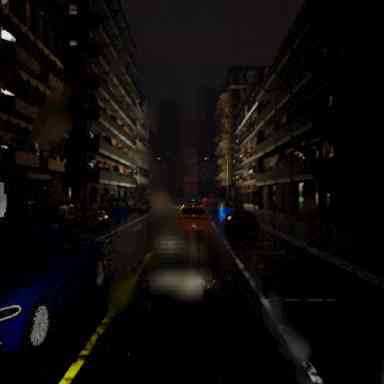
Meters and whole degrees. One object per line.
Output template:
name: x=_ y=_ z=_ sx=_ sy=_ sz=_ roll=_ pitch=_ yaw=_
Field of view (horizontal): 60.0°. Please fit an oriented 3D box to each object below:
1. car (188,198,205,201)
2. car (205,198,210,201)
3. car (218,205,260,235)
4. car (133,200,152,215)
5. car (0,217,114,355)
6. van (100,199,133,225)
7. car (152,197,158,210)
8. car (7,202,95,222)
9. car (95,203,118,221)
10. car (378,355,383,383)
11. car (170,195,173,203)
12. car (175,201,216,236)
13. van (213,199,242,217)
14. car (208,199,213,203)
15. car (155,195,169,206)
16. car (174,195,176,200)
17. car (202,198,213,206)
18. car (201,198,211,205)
car: x=0.103 y=1.645 z=39.657 sx=2.033 sy=1.411 sz=5.357 roll=0 pitch=0 yaw=0
car: x=2.697 y=1.705 z=47.012 sx=1.802 sy=1.307 sz=4.206 roll=0 pitch=0 yaw=0
car: x=2.696 y=1.618 z=18.563 sx=1.802 sy=1.307 sz=4.206 roll=0 pitch=0 yaw=0
car: x=-5.683 y=1.610 z=35.464 sx=1.752 sy=1.417 sz=4.829 roll=0 pitch=0 yaw=0
car: x=-3.100 y=1.489 z=6.389 sx=1.882 sy=1.535 sz=5.008 roll=0 pitch=0 yaw=0
van: x=-5.682 y=1.392 z=24.253 sx=1.690 sy=1.788 sz=3.998 roll=0 pitch=0 yaw=0
car: x=-5.684 y=1.686 z=41.325 sx=1.802 sy=1.307 sz=4.206 roll=0 pitch=0 yaw=0
car: x=-5.683 y=1.339 z=12.875 sx=2.192 sy=1.841 sz=5.009 roll=0 pitch=0 yaw=0
car: x=-5.684 y=1.562 z=18.396 sx=1.752 sy=1.417 sz=4.829 roll=0 pitch=0 yaw=0
car: x=2.696 y=1.443 z=1.492 sx=1.967 sy=1.590 sz=4.097 roll=0 pitch=0 yaw=0
car: x=-5.682 y=1.777 z=69.776 sx=1.947 sy=1.339 sz=4.313 roll=0 pitch=0 yaw=0
car: x=0.101 y=1.514 z=18.581 sx=1.882 sy=1.535 sz=5.008 roll=0 pitch=0 yaw=0
van: x=2.697 y=1.392 z=24.251 sx=1.690 sy=1.788 sz=3.998 roll=0 pitch=0 yaw=0
car: x=2.696 y=1.611 z=29.942 sx=1.887 sy=1.381 sz=4.507 roll=0 pitch=0 yaw=0
car: x=-5.682 y=1.480 z=58.395 sx=2.192 sy=1.841 sz=5.009 roll=0 pitch=0 yaw=0
car: x=-5.682 y=1.612 z=86.845 sx=2.192 sy=1.841 sz=5.009 roll=0 pitch=0 yaw=0
car: x=2.698 y=1.747 z=58.393 sx=1.802 sy=1.307 sz=4.206 roll=0 pitch=0 yaw=0
car: x=2.698 y=1.769 z=64.083 sx=1.802 sy=1.307 sz=4.206 roll=0 pitch=0 yaw=0
